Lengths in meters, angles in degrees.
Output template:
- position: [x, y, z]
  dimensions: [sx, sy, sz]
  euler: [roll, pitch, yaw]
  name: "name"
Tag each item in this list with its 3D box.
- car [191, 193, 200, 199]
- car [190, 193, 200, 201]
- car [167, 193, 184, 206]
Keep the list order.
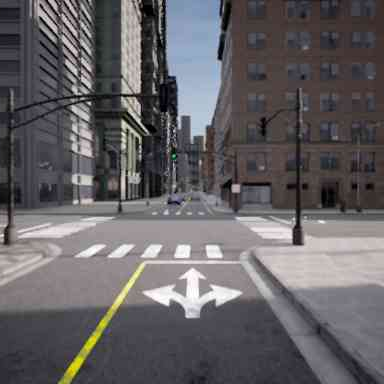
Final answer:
- position: [0.823, 0.977, 80.960]
  dimensions: [2.033, 1.411, 5.357]
  euler: [0, 0, 1]
  name: "car"
- position: [0.680, 1.189, 70.958]
  dimensions: [1.994, 1.385, 4.181]
  euler: [0, 0, 1]
  name: "car"
- position: [-2.698, 1.230, 49.776]
  dimensions: [1.882, 1.535, 5.008]
  euler: [0, 0, 1]
  name: "car"
